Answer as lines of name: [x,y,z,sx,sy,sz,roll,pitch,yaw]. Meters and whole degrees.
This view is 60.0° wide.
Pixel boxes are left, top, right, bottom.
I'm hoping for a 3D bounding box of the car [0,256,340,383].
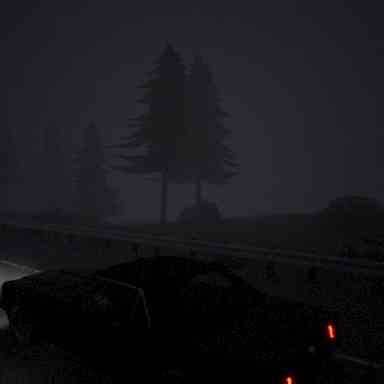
car: [-0.685,1.591,4.554,4.718,1.301,1.895,0,0,36]
